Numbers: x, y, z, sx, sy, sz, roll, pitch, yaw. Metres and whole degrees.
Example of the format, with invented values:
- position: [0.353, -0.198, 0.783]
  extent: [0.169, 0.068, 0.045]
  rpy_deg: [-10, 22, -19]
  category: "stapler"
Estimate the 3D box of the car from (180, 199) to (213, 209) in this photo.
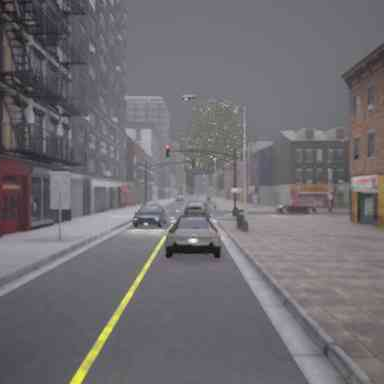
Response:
- position: [0.567, 1.528, 27.229]
  extent: [1.837, 1.490, 4.892]
  rpy_deg: [-1, 0, 9]
  category: "car"

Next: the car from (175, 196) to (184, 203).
- position: [-2.712, 1.625, 72.846]
  extent: [2.033, 1.411, 5.357]
  rpy_deg: [0, 0, 0]
  category: "car"

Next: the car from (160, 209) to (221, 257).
- position: [0.055, 1.574, 12.994]
  extent: [1.994, 1.385, 4.181]
  rpy_deg: [0, 0, 0]
  category: "car"

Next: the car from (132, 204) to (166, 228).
- position: [-2.761, 1.566, 22.783]
  extent: [2.033, 1.411, 5.357]
  rpy_deg: [0, 0, 1]
  category: "car"

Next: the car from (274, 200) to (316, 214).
- position: [10.944, 1.543, 35.603]
  extent: [4.097, 1.590, 1.967]
  rpy_deg: [0, -1, 0]
  category: "car"
